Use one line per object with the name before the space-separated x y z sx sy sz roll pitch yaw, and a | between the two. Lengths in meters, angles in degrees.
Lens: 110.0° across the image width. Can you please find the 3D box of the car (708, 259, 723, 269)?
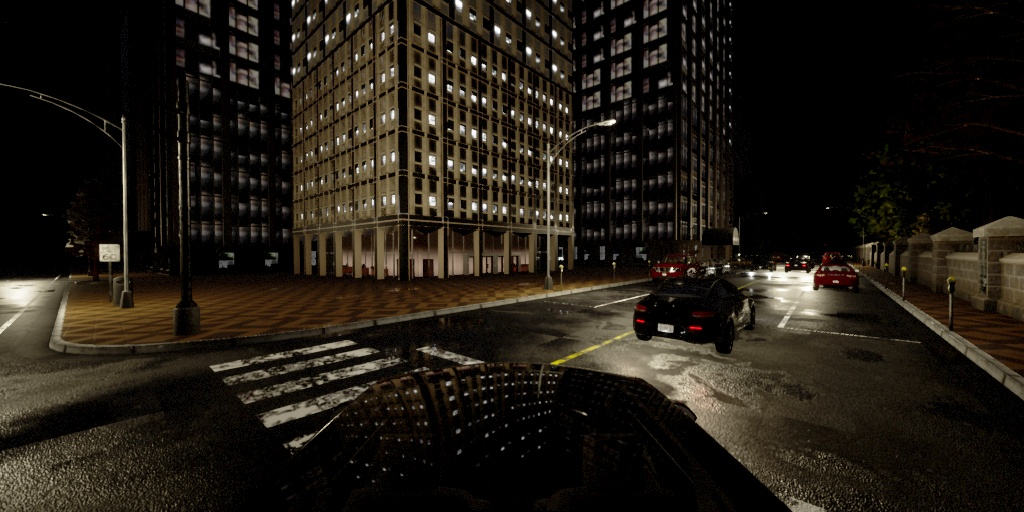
car | 14.787 0.993 28.233 2.007 1.370 4.403 0 0 42

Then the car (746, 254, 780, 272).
car | 25.810 0.815 36.776 1.837 1.490 4.892 0 1 42

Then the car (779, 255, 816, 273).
car | 27.388 0.878 34.307 2.033 1.411 5.357 0 1 42

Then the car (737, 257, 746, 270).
car | 25.685 0.795 40.504 1.751 1.417 4.829 0 0 42

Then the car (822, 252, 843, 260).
car | 42.702 0.441 47.795 2.192 1.841 5.009 0 0 42

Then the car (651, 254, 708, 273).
car | 11.116 0.813 24.101 2.192 1.841 5.009 0 0 42

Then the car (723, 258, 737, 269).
car | 18.458 0.936 32.366 2.007 1.370 4.403 0 0 42

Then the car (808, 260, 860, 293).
car | 17.008 1.077 18.868 1.888 1.381 4.507 0 0 42

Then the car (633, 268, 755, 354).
car | 4.492 1.205 8.634 1.812 1.442 4.674 0 1 42
